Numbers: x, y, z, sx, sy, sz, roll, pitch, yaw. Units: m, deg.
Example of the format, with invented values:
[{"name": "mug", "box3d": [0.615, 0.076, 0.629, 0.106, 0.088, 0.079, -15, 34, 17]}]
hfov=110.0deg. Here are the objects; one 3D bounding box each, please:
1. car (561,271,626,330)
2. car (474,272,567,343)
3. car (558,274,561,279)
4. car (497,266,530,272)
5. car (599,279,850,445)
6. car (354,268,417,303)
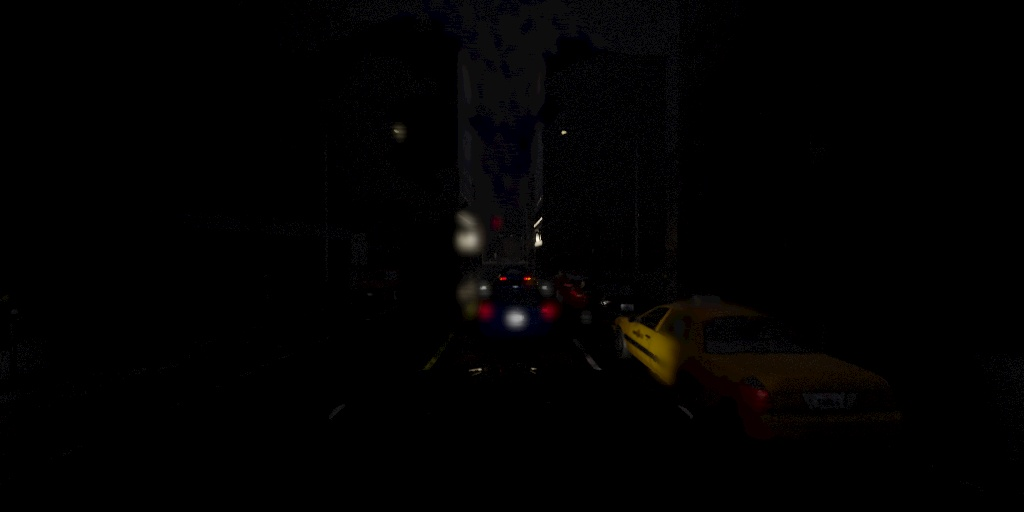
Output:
[{"name": "car", "box3d": [2.875, 1.310, 10.965, 1.948, 1.339, 4.313, 0, 0, 0]}, {"name": "car", "box3d": [0.101, 1.309, 9.649, 1.994, 1.385, 4.181, 0, 0, 0]}, {"name": "car", "box3d": [2.876, 1.322, 16.551, 1.802, 1.307, 4.207, 0, 0, 0]}, {"name": "car", "box3d": [0.104, 1.264, 19.663, 1.812, 1.442, 4.674, 0, 0, -2]}, {"name": "car", "box3d": [2.874, 1.273, 5.549, 1.751, 1.417, 4.829, 0, 0, 0]}, {"name": "car", "box3d": [-5.669, 1.285, 16.549, 1.888, 1.381, 4.507, 0, 0, 0]}]
